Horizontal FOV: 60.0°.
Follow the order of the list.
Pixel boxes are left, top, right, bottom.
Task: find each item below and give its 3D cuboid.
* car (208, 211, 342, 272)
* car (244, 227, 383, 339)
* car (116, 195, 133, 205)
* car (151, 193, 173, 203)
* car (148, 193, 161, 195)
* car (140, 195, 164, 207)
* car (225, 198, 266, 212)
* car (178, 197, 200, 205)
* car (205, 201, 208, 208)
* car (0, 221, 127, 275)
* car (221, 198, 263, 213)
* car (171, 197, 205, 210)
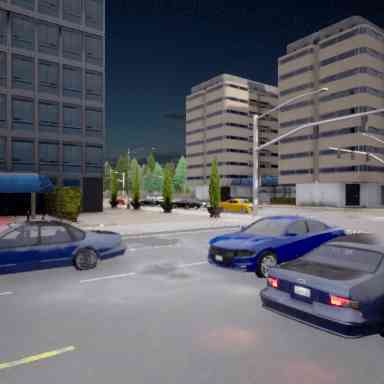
[{"bbox_3d":[2.748,1.477,10.266,5.008,1.535,1.882,0,0,-36],"label":"car"},{"bbox_3d":[3.719,1.547,6.473,5.357,1.411,2.033,0,0,-35],"label":"car"},{"bbox_3d":[-12.002,1.352,59.555,2.097,1.767,4.553,0,0,-35],"label":"car"},{"bbox_3d":[-6.341,1.223,69.995,2.150,2.045,5.566,0,0,-35],"label":"car"},{"bbox_3d":[-5.810,1.221,56.766,2.150,2.045,5.566,0,0,-34],"label":"car"},{"bbox_3d":[-6.165,1.601,51.152,1.895,1.301,4.718,0,0,-35],"label":"car"},{"bbox_3d":[6.276,1.506,39.485,1.837,1.490,4.892,0,0,-35],"label":"car"},{"bbox_3d":[-0.622,1.564,61.867,1.994,1.385,4.181,0,0,-34],"label":"car"},{"bbox_3d":[0.336,1.492,47.968,2.128,1.511,4.902,0,0,-35],"label":"car"},{"bbox_3d":[-4.571,1.547,9.333,5.357,1.411,2.033,0,0,-36],"label":"car"},{"bbox_3d":[5.078,1.478,35.061,1.882,1.535,5.008,0,0,-34],"label":"car"},{"bbox_3d":[-0.804,1.601,43.491,1.895,1.301,4.718,0,0,-35],"label":"car"}]
